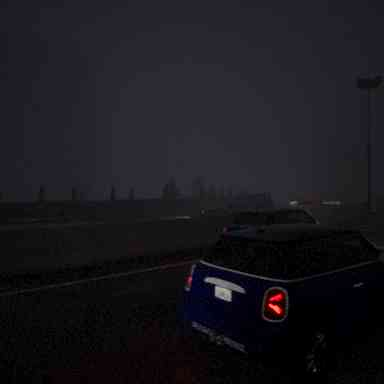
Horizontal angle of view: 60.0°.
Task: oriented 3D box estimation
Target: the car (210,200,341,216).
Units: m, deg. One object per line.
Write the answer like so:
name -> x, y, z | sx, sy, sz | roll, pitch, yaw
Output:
car -> 3.064, 1.305, 11.016 | 4.553, 1.767, 2.097 | -1, 0, -40

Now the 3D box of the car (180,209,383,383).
car -> 2.073, 1.325, 5.640 | 4.553, 1.767, 2.097 | -1, 0, -38

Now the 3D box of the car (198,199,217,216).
car -> 2.501, 1.415, 30.491 | 1.837, 1.490, 4.892 | 0, 0, 40

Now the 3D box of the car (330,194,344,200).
car -> 28.257, 1.146, 66.107 | 1.994, 1.385, 4.181 | 0, 0, 14

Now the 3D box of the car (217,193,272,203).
car -> 4.852, 1.120, 27.837 | 2.150, 2.045, 5.566 | 0, 0, 40

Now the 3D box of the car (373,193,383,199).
car -> 44.396, 0.858, 78.051 | 1.812, 1.442, 4.674 | 0, 0, 3

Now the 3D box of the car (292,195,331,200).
car -> 10.121, 1.336, 28.757 | 1.882, 1.535, 5.008 | 0, 0, 38
